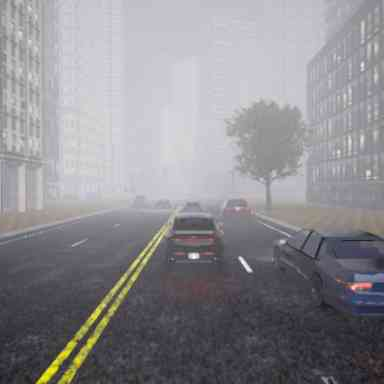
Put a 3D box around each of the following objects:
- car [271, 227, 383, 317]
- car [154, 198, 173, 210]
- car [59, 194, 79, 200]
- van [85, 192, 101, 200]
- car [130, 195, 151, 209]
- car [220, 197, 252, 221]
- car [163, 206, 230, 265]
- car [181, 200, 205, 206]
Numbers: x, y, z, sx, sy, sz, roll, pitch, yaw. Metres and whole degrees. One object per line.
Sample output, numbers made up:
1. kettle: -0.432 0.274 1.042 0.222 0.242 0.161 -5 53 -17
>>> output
1. car: 3.293 1.520 7.703 2.033 1.411 5.357 0 0 1
2. car: -3.353 1.402 40.201 1.994 1.385 4.181 0 0 0
3. car: -28.206 1.036 75.861 4.507 1.381 1.887 0 1 1
4. van: -22.666 0.857 75.814 3.998 1.788 1.690 0 1 1
5. car: -6.597 1.175 42.957 2.097 1.767 4.553 0 0 0
6. car: 3.314 1.252 26.081 2.097 1.767 4.553 0 0 0
7. car: 0.069 1.466 11.457 1.837 1.490 4.892 0 1 0
8. car: 0.070 1.421 27.426 1.812 1.442 4.674 0 0 0
